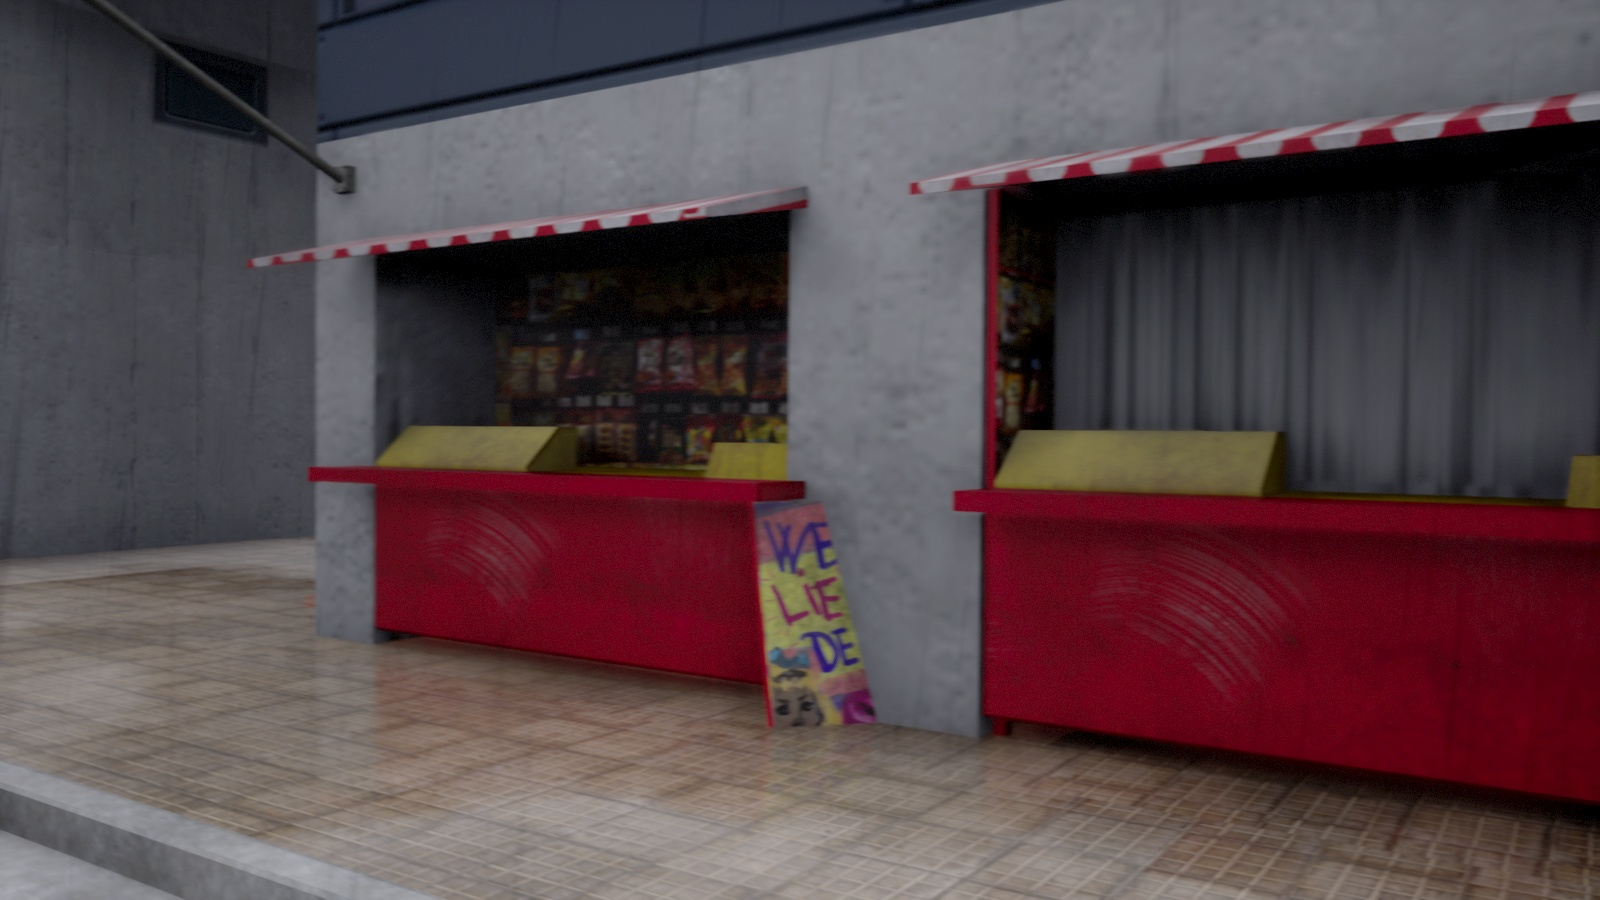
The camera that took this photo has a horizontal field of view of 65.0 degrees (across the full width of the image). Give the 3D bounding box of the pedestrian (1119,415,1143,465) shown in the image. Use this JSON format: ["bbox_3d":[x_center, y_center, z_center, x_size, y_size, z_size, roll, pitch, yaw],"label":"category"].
[{"bbox_3d":[12.853,-0.390,48.751,0.788,1.949,0.423,0,1,33],"label":"pedestrian"}]
